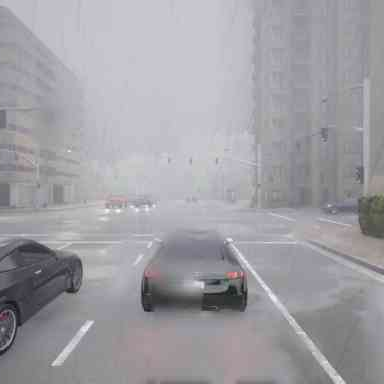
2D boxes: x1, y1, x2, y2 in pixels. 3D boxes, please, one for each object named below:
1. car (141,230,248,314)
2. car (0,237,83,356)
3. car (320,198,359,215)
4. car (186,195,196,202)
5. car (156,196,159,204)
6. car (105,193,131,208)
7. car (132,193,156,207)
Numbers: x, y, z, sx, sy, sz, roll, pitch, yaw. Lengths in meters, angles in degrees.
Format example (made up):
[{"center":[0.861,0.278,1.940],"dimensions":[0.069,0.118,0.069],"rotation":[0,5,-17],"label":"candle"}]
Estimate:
[{"center":[0.046,1.564,7.692],"dimensions":[1.994,1.385,4.181],"rotation":[0,0,0],"label":"car"},{"center":[-3.462,1.526,5.888],"dimensions":[1.812,1.442,4.674],"rotation":[0,0,0],"label":"car"},{"center":[15.502,1.352,33.736],"dimensions":[4.553,1.767,2.097],"rotation":[0,0,1],"label":"car"},{"center":[-0.177,1.355,72.608],"dimensions":[2.097,1.767,4.553],"rotation":[0,0,0],"label":"car"},{"center":[-7.216,1.491,60.701],"dimensions":[2.128,1.511,4.902],"rotation":[0,0,0],"label":"car"},{"center":[-10.715,1.221,47.544],"dimensions":[2.150,2.045,5.566],"rotation":[0,0,0],"label":"car"},{"center":[-7.222,1.221,50.677],"dimensions":[2.150,2.045,5.566],"rotation":[0,0,0],"label":"car"}]
